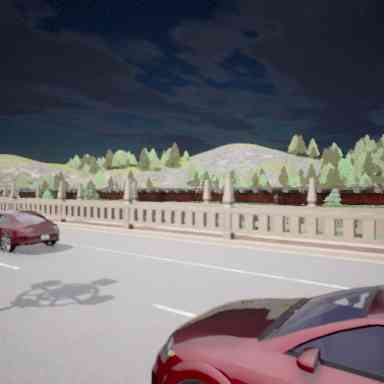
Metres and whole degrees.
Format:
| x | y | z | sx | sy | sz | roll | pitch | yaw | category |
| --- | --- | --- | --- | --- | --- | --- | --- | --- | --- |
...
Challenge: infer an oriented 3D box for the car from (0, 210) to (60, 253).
| x | y | z | sx | sy | sz | roll | pitch | yaw | category |
| --- | --- | --- | --- | --- | --- | --- | --- | --- | --- |
| -7.212 | 1.472 | 13.440 | 4.674 | 1.442 | 1.812 | 0 | 0 | 36 | car |

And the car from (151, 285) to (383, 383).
| x | y | z | sx | sy | sz | roll | pitch | yaw | category |
| --- | --- | --- | --- | --- | --- | --- | --- | --- | --- |
| 1.652 | 1.563 | 2.815 | 4.181 | 1.385 | 1.994 | 0 | 0 | 36 | car |
